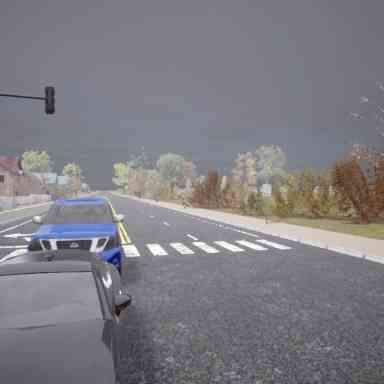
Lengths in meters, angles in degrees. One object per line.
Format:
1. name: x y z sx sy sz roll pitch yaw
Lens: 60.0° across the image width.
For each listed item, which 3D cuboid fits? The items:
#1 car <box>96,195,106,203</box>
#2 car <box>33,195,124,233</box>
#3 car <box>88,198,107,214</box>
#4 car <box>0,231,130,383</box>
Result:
1. car: -18.070 1.418 65.867 1.882 1.535 5.008 0 0 -15
2. car: -3.336 1.219 10.078 2.150 2.045 5.566 0 0 -15
3. car: -10.245 1.484 36.243 1.837 1.490 4.892 0 0 -15
4. car: -1.746 1.525 3.976 1.812 1.442 4.674 0 0 -12
